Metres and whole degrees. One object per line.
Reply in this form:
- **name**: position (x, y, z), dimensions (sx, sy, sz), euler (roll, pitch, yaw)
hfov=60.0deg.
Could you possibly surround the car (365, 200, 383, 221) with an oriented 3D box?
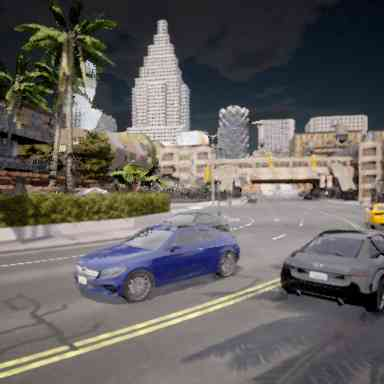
- **car**: position (12.569, 1.510, 21.756), dimensions (1.882, 1.535, 5.008), euler (0, 0, 23)

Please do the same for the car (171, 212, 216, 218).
- **car**: position (-0.098, 1.586, 14.126), dimensions (1.812, 1.442, 4.674), euler (0, 0, 39)

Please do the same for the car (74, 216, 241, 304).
- **car**: position (-0.601, 1.565, 8.513), dimensions (4.674, 1.442, 1.812), euler (0, 0, -44)

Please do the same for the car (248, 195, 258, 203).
- **car**: position (14.861, 1.615, 80.853), dimensions (2.185, 1.767, 4.553), euler (0, 0, 11)

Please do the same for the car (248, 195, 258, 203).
- **car**: position (13.745, 1.720, 74.524), dimensions (2.097, 1.535, 5.008), euler (0, 0, 11)

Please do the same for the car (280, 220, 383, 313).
- **car**: position (3.825, 1.580, 7.853), dimensions (1.994, 1.385, 4.181), euler (0, 0, 44)
